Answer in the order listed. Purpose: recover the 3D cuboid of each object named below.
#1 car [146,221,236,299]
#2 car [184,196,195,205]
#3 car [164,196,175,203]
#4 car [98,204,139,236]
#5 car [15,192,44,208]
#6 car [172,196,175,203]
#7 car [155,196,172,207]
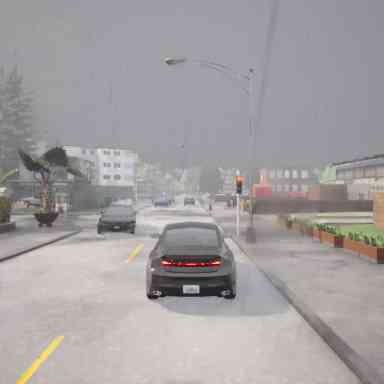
[{"bbox_3d":[-0.016,1.505,8.424,1.837,1.490,4.892,0,0,0],"label":"car"},{"bbox_3d":[-0.447,1.491,58.247,2.128,1.511,4.902,0,0,-1],"label":"car"},{"bbox_3d":[-4.665,1.525,70.431,2.128,1.511,4.902,0,0,-1],"label":"car"},{"bbox_3d":[-4.080,1.478,18.924,1.882,1.535,5.008,1,0,-9],"label":"car"},{"bbox_3d":[-20.154,0.985,42.086,1.905,1.878,3.866,0,0,34],"label":"car"},{"bbox_3d":[-4.637,1.477,60.001,1.882,1.535,5.008,0,0,0],"label":"car"},{"bbox_3d":[-4.571,1.477,50.588,1.882,1.535,5.008,0,0,0],"label":"car"}]
